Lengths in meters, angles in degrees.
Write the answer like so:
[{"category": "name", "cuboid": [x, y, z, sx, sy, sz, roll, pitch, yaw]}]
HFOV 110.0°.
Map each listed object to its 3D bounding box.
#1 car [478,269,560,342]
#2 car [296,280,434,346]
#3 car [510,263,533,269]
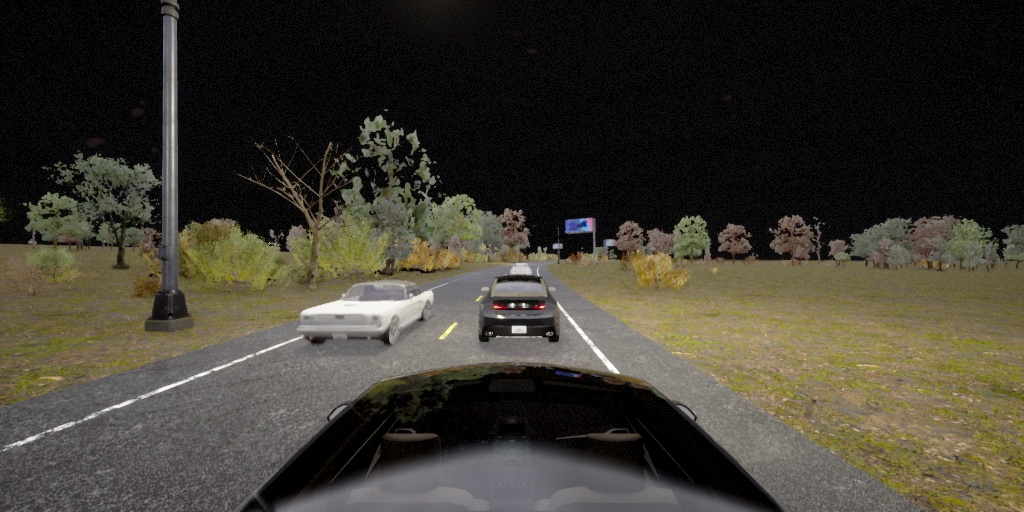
[{"category": "car", "cuboid": [0.182, 1.258, 9.749, 1.837, 1.490, 4.892, 0, 0, 1]}, {"category": "car", "cuboid": [-3.521, 1.354, 9.592, 1.895, 1.301, 4.718, 0, 0, 1]}, {"category": "car", "cuboid": [0.776, 1.295, 30.293, 1.812, 1.442, 4.674, 0, 0, 3]}]
